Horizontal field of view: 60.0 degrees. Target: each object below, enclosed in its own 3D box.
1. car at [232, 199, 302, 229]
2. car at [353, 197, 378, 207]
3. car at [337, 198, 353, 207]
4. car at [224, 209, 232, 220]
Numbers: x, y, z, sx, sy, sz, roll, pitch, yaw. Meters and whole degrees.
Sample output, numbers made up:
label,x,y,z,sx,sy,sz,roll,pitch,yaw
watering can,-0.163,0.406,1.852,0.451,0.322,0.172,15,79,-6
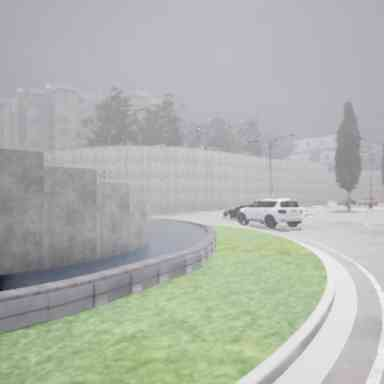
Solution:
label,x,y,z,sx,sy,sz,roll,pitch,yaw
car,5.610,1.528,24.610,2.150,2.045,5.566,1,-1,-26
car,31.498,1.718,59.791,4.553,1.767,2.097,0,-1,-41
car,28.885,1.929,62.157,4.902,1.511,2.128,0,-1,-41
car,5.060,1.903,30.846,1.837,1.490,4.892,1,-2,-41
